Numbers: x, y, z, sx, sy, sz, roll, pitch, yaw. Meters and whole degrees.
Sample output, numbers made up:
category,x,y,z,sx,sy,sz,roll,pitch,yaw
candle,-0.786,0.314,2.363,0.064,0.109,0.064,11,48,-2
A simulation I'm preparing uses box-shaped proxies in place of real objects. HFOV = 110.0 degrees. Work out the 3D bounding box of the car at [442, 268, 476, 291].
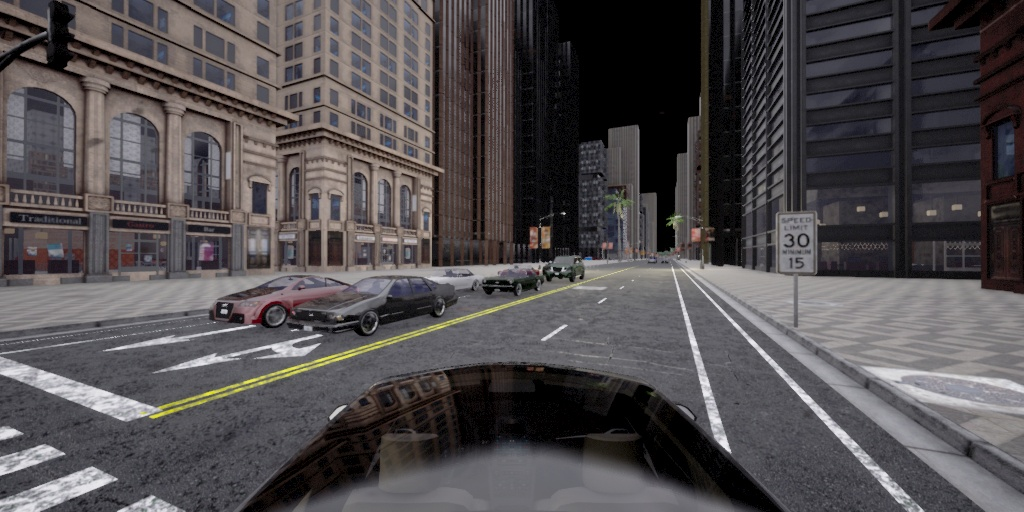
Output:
category,x,y,z,sx,sy,sz,roll,pitch,yaw
car,-3.424,1.356,19.494,1.895,1.301,4.718,0,0,24

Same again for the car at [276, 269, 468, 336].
category,x,y,z,sx,sy,sz,roll,pitch,yaw
car,-3.690,1.299,10.796,2.033,1.411,5.357,0,0,24

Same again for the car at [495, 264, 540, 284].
category,x,y,z,sx,sy,sz,roll,pitch,yaw
car,0.579,1.362,28.616,1.895,1.301,4.718,0,0,24

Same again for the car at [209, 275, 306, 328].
category,x,y,z,sx,sy,sz,roll,pitch,yaw
car,-6.939,1.315,11.469,1.994,1.385,4.181,0,0,24

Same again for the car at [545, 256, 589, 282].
category,x,y,z,sx,sy,sz,roll,pitch,yaw
car,4.463,0.984,29.371,2.150,2.045,5.566,0,0,23

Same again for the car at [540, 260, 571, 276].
category,x,y,z,sx,sy,sz,roll,pitch,yaw
car,4.713,1.248,37.947,1.882,1.535,5.008,0,0,24

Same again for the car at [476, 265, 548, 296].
category,x,y,z,sx,sy,sz,roll,pitch,yaw
car,0.163,1.356,19.577,1.895,1.301,4.718,0,0,24
